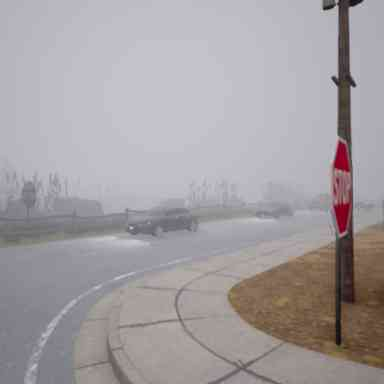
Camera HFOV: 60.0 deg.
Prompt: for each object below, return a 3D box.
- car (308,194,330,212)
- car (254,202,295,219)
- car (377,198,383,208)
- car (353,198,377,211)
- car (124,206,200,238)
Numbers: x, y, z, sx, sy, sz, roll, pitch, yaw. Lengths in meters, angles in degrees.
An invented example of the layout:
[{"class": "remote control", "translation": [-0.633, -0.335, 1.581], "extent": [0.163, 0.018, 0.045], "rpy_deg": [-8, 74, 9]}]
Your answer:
[{"class": "car", "translation": [16.177, 1.270, 40.967], "extent": [2.150, 2.045, 5.566], "rpy_deg": [0, 0, 38]}, {"class": "car", "translation": [7.500, 1.596, 29.832], "extent": [2.033, 1.411, 5.357], "rpy_deg": [0, 0, 38]}, {"class": "car", "translation": [27.854, 1.565, 50.107], "extent": [1.812, 1.442, 4.674], "rpy_deg": [0, 0, 37]}, {"class": "car", "translation": [21.583, 1.560, 41.991], "extent": [1.812, 1.442, 4.674], "rpy_deg": [0, 0, 38]}, {"class": "car", "translation": [-1.484, 1.548, 18.231], "extent": [1.837, 1.490, 4.892], "rpy_deg": [0, -1, 38]}]
